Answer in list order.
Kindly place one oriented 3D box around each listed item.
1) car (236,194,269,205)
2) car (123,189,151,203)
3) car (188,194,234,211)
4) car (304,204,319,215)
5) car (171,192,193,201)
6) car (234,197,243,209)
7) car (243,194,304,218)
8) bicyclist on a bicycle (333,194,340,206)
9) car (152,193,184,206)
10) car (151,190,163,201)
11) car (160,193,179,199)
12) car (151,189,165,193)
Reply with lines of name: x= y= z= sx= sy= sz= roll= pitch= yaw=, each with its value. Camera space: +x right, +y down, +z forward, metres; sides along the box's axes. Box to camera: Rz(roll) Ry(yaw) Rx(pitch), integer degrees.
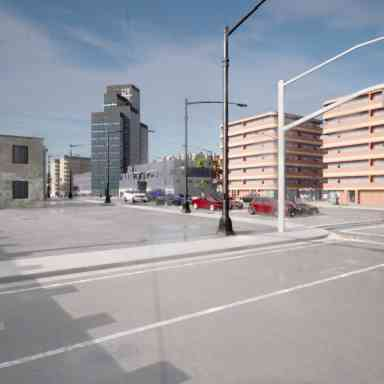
car: x=9.248 y=1.106 z=51.406 sx=2.128 sy=1.511 sz=4.902 roll=0 pitch=1 yaw=-34
car: x=-9.121 y=0.627 z=53.177 sx=2.150 sy=2.045 sz=5.566 roll=0 pitch=1 yaw=-33
car: x=1.968 y=1.229 z=36.891 sx=1.882 sy=1.535 sz=5.008 roll=0 pitch=1 yaw=-34
car: x=9.496 y=1.413 z=32.090 sx=2.033 sy=1.411 sz=5.357 roll=0 pitch=1 yaw=-35
car: x=-1.907 y=0.862 z=61.431 sx=1.837 sy=1.490 sz=4.892 roll=0 pitch=1 yaw=-34
car: x=4.148 y=1.256 z=39.910 sx=1.812 sy=1.442 sz=4.674 roll=0 pitch=1 yaw=-34
car: x=7.115 y=1.231 z=29.382 sx=2.097 sy=1.767 sz=4.553 roll=0 pitch=1 yaw=-34
bicyclist on a bicycle: x=19.984 y=1.094 z=45.971 sx=1.656 sy=1.620 sz=0.582 roll=0 pitch=1 yaw=-34
car: x=-3.156 y=1.157 z=44.400 sx=1.994 sy=1.385 sz=4.181 roll=0 pitch=1 yaw=-34
car: x=-7.294 y=0.877 z=56.725 sx=1.837 sy=1.490 sz=4.892 roll=0 pitch=1 yaw=-34
car: x=-4.865 y=0.793 z=71.880 sx=1.895 sy=1.301 sz=4.718 roll=0 pitch=1 yaw=-34
car: x=-7.565 y=0.334 z=69.601 sx=2.150 sy=2.045 sz=5.566 roll=0 pitch=1 yaw=-34
